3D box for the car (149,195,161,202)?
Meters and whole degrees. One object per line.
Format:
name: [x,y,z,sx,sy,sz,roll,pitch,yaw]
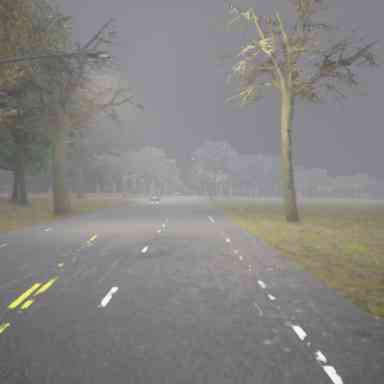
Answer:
car: [-7.464,1.351,67.438,1.994,1.385,4.181,0,0,0]
